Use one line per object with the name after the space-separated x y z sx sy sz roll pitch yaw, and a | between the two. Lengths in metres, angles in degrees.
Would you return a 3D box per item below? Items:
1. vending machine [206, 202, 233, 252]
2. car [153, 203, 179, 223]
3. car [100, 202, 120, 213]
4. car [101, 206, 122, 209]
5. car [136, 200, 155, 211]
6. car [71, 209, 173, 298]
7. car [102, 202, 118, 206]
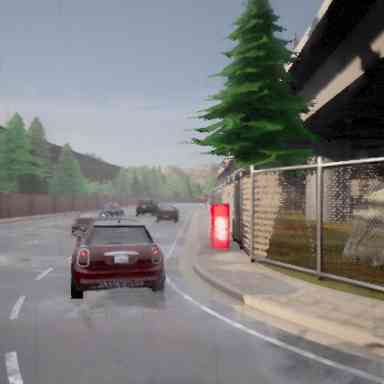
1.210 1.504 14.704 1.100 2.100 0.880 1 -1 1 | vending machine
-2.292 2.082 32.105 1.882 1.535 5.008 1 -1 1 | car
-12.606 2.362 51.436 1.837 1.490 4.892 1 -2 2 | car
-5.989 1.863 20.675 1.812 1.442 4.674 1 -1 1 | car
-5.622 1.978 41.996 2.150 2.045 5.566 1 -1 1 | car
-2.153 1.514 9.269 2.097 1.767 4.553 1 -1 -17 | car
-9.365 2.221 39.226 1.994 1.385 4.181 1 -1 1 | car
